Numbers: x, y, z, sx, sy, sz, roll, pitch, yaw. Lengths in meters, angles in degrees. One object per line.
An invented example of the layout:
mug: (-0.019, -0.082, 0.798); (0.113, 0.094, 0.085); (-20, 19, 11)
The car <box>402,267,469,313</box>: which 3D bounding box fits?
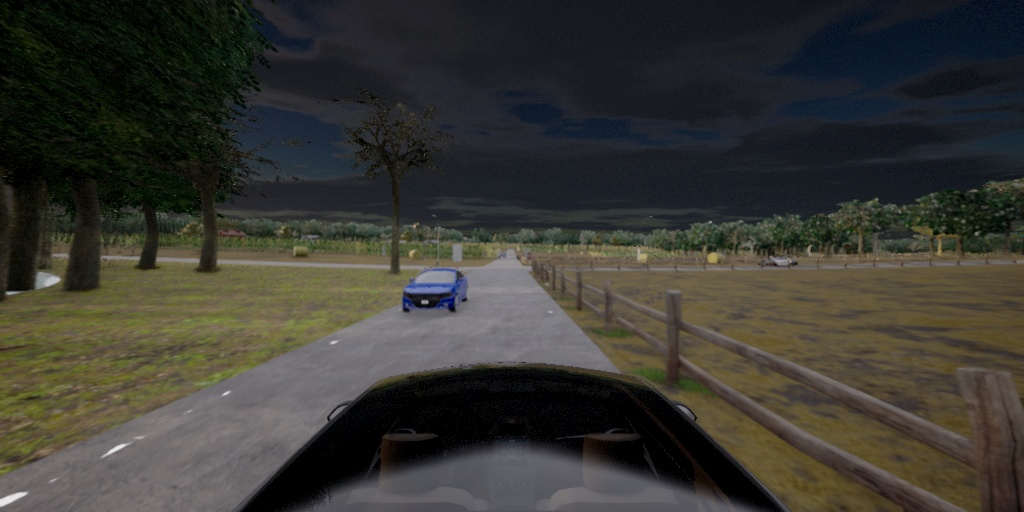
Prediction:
car: (-2.848, 1.227, 14.220); (1.882, 1.535, 5.008); (0, 0, 0)
